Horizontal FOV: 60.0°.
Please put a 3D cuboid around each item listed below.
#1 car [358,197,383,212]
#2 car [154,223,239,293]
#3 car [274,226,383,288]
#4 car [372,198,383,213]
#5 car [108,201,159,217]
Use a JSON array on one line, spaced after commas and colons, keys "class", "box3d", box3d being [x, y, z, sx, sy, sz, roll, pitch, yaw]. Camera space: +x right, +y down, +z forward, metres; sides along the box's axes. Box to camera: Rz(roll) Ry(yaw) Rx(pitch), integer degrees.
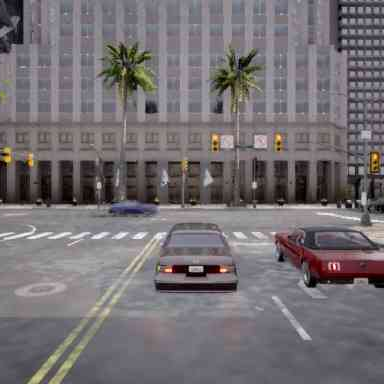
[{"class": "car", "box3d": [21.401, 1.352, 37.817, 4.553, 1.767, 2.097, 0, 0, 0]}, {"class": "car", "box3d": [0.097, 1.547, 8.977, 2.033, 1.411, 5.357, 0, 0, 0]}, {"class": "car", "box3d": [3.643, 1.601, 9.244, 1.895, 1.301, 4.718, 0, 0, 2]}, {"class": "car", "box3d": [21.667, 1.601, 34.315, 4.718, 1.301, 1.895, 0, 0, 0]}, {"class": "car", "box3d": [-5.389, 1.526, 30.750, 4.674, 1.442, 1.812, 0, 0, 0]}]
